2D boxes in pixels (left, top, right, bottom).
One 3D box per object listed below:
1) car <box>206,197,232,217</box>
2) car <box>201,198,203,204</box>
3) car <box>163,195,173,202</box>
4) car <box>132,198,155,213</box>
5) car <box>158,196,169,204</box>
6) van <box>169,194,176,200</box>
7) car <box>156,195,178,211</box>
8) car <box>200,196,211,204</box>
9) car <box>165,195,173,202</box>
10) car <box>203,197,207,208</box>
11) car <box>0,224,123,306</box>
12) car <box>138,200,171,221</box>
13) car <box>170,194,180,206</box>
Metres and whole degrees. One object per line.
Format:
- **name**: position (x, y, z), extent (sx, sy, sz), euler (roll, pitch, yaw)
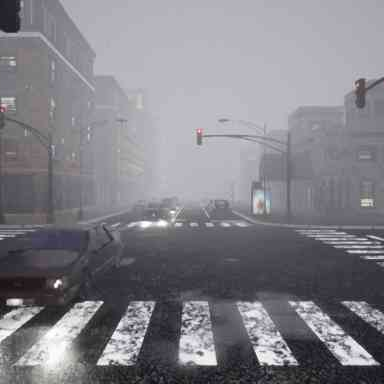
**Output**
- **car**: position (2.705, 1.446, 31.815), extent (1.967, 1.590, 4.097), euler (0, 0, 0)
- **car**: position (2.717, 1.571, 48.906), extent (2.008, 1.369, 4.403), euler (0, 0, 0)
- **car**: position (-5.646, 1.497, 77.382), extent (1.967, 1.590, 4.097), euler (0, 0, 0)
- **car**: position (-5.671, 1.561, 37.506), extent (2.008, 1.369, 4.403), euler (0, 0, 0)
- **car**: position (-5.652, 1.565, 65.819), extent (1.752, 1.417, 4.829), euler (0, 0, 0)
- **van**: position (-5.634, 1.430, 94.472), extent (1.690, 1.788, 3.998), euler (-1, 0, 0)
- **car**: position (-3.066, 1.521, 41.903), extent (1.837, 1.490, 4.892), euler (0, -1, 0)
- **car**: position (2.729, 1.591, 65.996), extent (2.008, 1.369, 4.403), euler (-1, 0, 0)
- **car**: position (-5.640, 1.592, 82.908), extent (1.752, 1.417, 4.829), euler (-1, 0, 0)
- **car**: position (2.714, 1.597, 43.209), extent (1.802, 1.307, 4.206), euler (0, 0, 0)
- **car**: position (-3.091, 1.556, 8.478), extent (2.033, 1.411, 5.357), euler (0, 0, 0)
- **car**: position (-2.977, 1.567, 27.004), extent (1.994, 1.385, 4.181), euler (0, 0, -3)
- **car**: position (-3.034, 1.533, 55.634), extent (1.837, 1.490, 4.892), euler (0, 0, 0)
